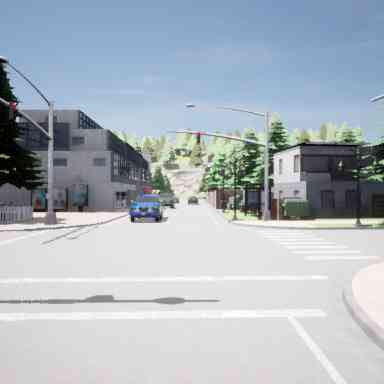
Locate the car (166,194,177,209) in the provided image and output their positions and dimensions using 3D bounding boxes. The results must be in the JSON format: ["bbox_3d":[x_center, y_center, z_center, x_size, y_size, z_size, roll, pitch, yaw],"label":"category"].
[{"bbox_3d":[-3.531,1.224,44.738,2.150,2.045,5.566,0,0,0],"label":"car"}]

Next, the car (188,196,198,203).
[{"bbox_3d":[0.197,1.547,70.017,2.033,1.411,5.357,0,0,0],"label":"car"}]

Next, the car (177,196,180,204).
[{"bbox_3d":[-3.406,1.498,64.419,2.128,1.511,4.902,0,0,0],"label":"car"}]

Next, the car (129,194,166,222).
[{"bbox_3d":[-3.504,1.223,26.331,2.150,2.045,5.566,0,0,-1],"label":"car"}]

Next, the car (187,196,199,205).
[{"bbox_3d":[0.189,1.505,59.596,1.837,1.490,4.892,0,0,0],"label":"car"}]
